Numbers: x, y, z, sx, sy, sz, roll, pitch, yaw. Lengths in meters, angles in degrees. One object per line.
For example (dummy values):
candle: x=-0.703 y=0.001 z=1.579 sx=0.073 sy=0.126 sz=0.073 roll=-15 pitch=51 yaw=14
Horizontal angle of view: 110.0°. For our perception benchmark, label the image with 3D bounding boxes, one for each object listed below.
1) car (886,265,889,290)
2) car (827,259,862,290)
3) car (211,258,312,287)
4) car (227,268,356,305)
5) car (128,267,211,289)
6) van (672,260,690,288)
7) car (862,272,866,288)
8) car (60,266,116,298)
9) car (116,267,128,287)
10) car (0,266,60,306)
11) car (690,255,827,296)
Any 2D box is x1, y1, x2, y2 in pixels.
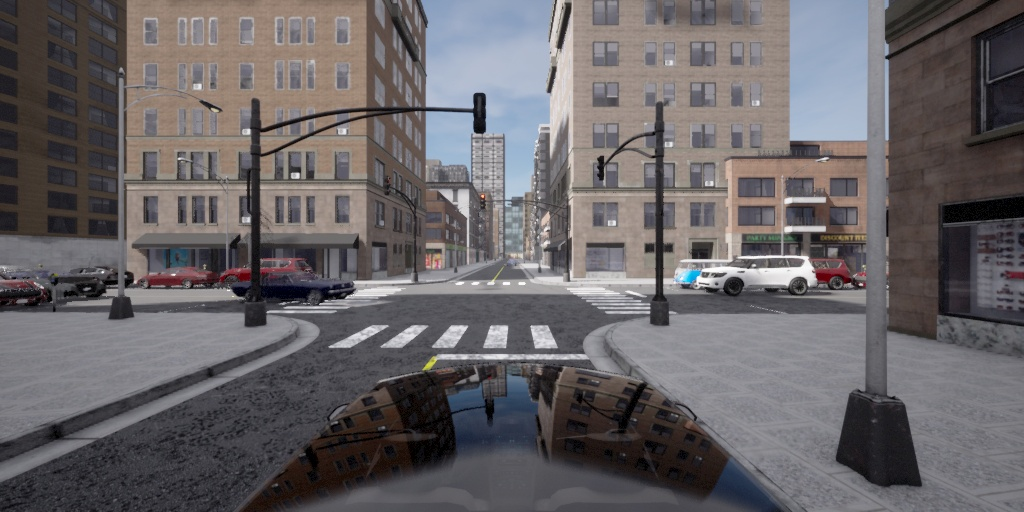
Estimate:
car: x=23.100 y=1.280 z=19.064 sx=4.892 sy=1.490 sz=1.837 roll=0 pitch=0 yaw=0
car: x=17.630 y=1.085 z=21.853 sx=5.009 sy=1.841 sz=2.192 roll=0 pitch=0 yaw=0
car: x=-14.913 y=1.058 z=22.035 sx=5.009 sy=1.841 sz=2.192 roll=0 pitch=0 yaw=0
car: x=-9.394 y=1.350 z=15.660 sx=4.718 sy=1.301 sz=1.895 roll=0 pitch=0 yaw=8
car: x=-20.437 y=1.320 z=22.066 sx=4.207 sy=1.307 sz=1.802 roll=0 pitch=0 yaw=0
van: x=12.034 y=1.107 z=21.884 sx=3.998 sy=1.789 sz=1.690 roll=0 pitch=0 yaw=0
car: x=23.226 y=1.215 z=21.821 sx=4.097 sy=1.591 sz=1.967 roll=0 pitch=0 yaw=0
car: x=-21.076 y=1.301 z=16.113 sx=4.181 sy=1.385 sz=1.994 roll=0 pitch=0 yaw=1
car: x=-25.960 y=1.298 z=22.097 sx=4.313 sy=1.339 sz=1.948 roll=0 pitch=0 yaw=0
car: x=-20.459 y=1.179 z=13.540 sx=4.097 sy=1.591 sz=1.967 roll=0 pitch=0 yaw=0
car: x=12.956 y=0.989 z=19.119 sx=5.566 sy=2.045 sz=2.150 roll=0 pitch=0 yaw=0
